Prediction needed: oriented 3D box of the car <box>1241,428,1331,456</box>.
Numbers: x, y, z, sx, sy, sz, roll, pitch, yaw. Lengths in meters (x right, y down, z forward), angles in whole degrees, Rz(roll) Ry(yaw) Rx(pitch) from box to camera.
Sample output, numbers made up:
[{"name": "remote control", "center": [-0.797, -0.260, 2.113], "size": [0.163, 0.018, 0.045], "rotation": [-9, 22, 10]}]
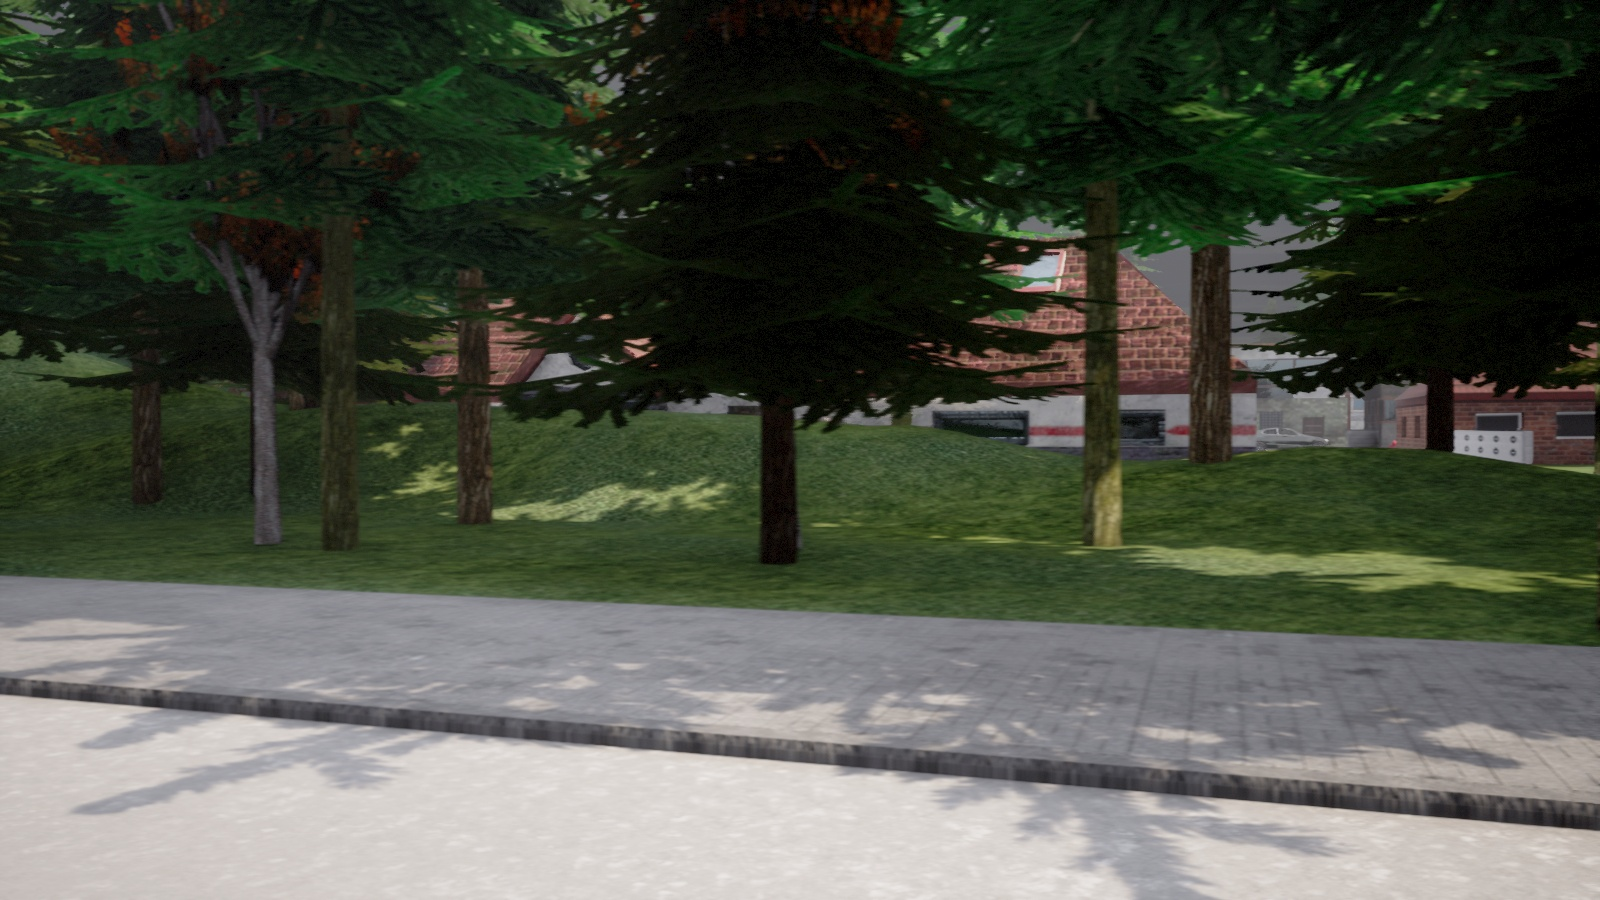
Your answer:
[{"name": "car", "center": [29.446, -0.506, 76.283], "size": [5.027, 1.651, 2.152], "rotation": [1, 1, 19]}]
